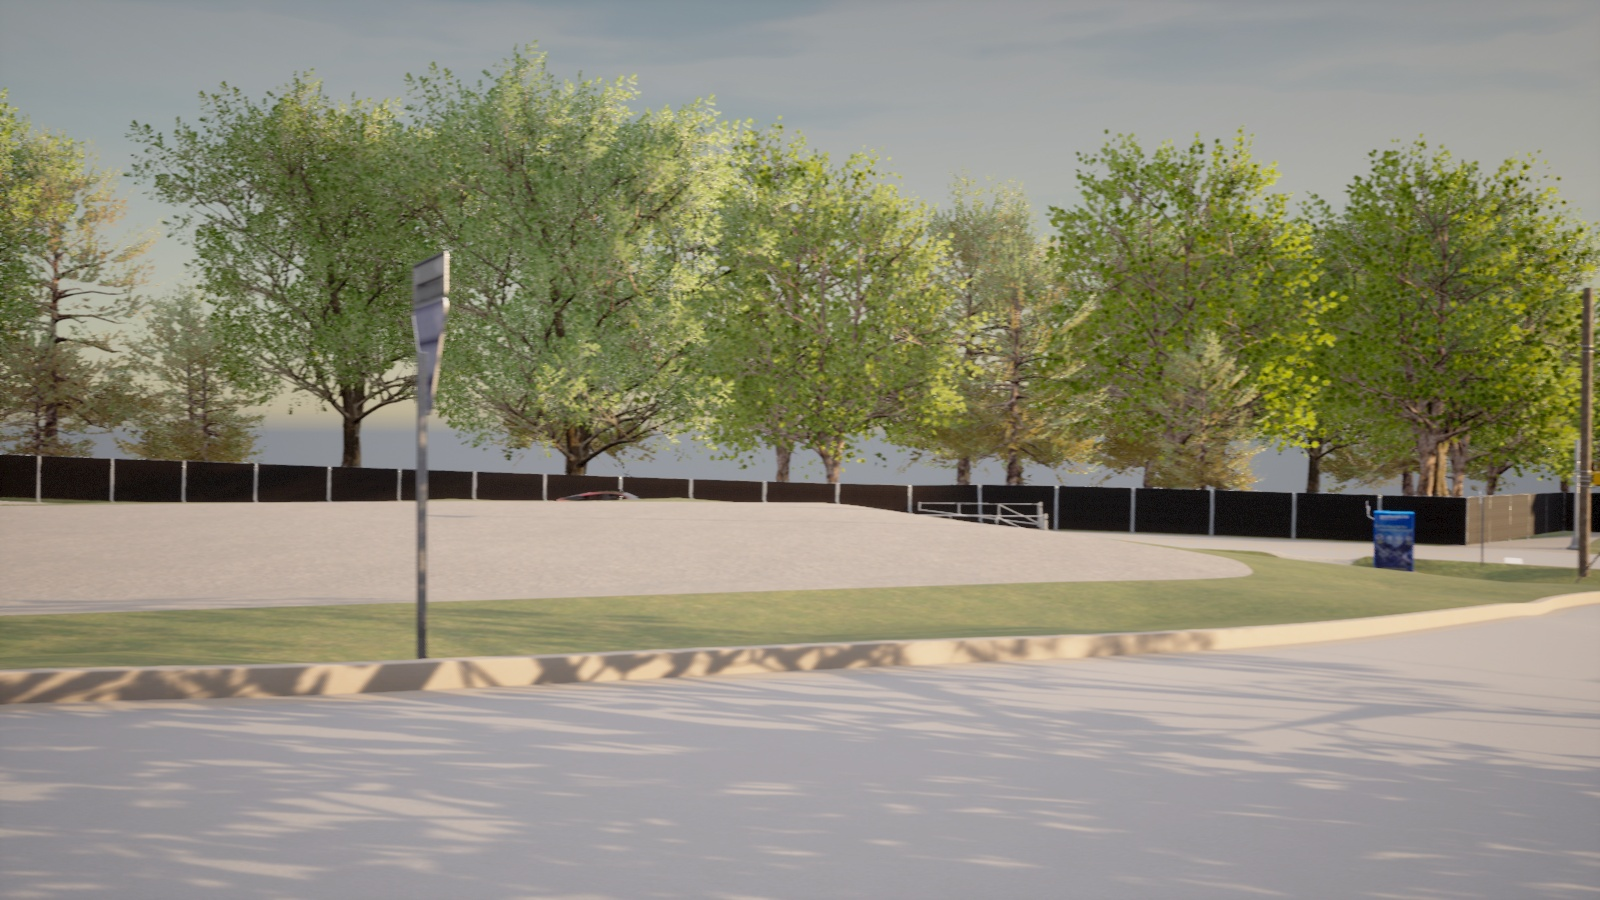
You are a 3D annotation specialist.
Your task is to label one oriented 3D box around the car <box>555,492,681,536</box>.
[{"bbox_3d":[-6.985,2.448,48.513,4.514,1.525,2.007,0,1,3],"label":"car"}]
